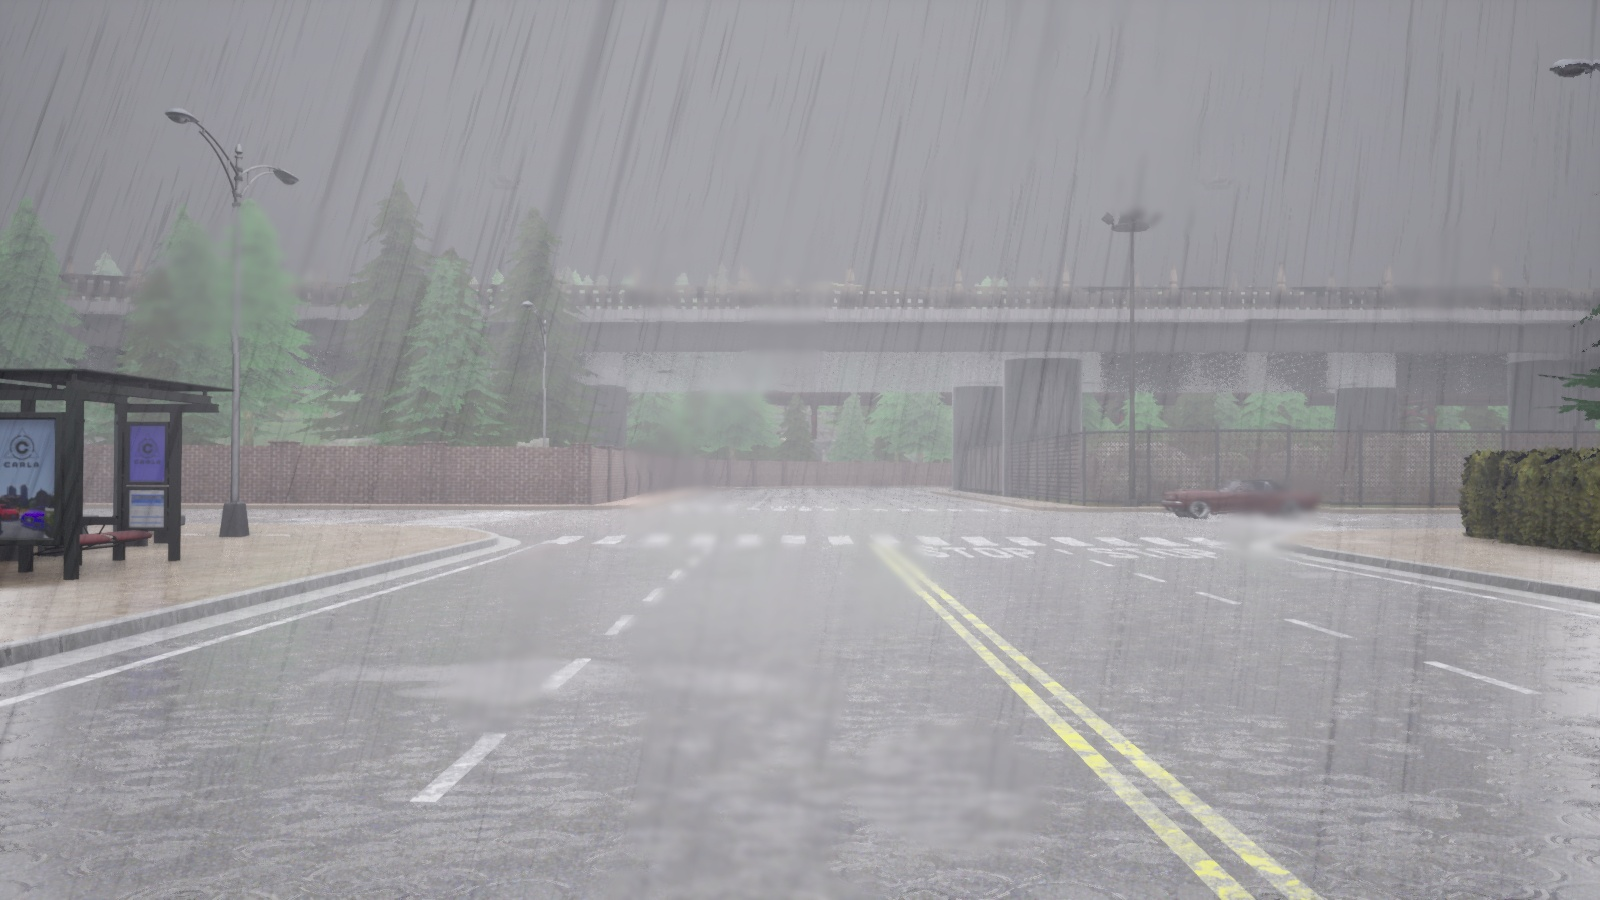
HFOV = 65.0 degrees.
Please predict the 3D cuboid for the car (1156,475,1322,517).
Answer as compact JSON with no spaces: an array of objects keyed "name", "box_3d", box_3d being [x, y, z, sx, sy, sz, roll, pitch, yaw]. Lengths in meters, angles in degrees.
[{"name":"car","box_3d":[14.230,1.488,40.880,4.718,1.301,1.895,0,-1,0]}]
